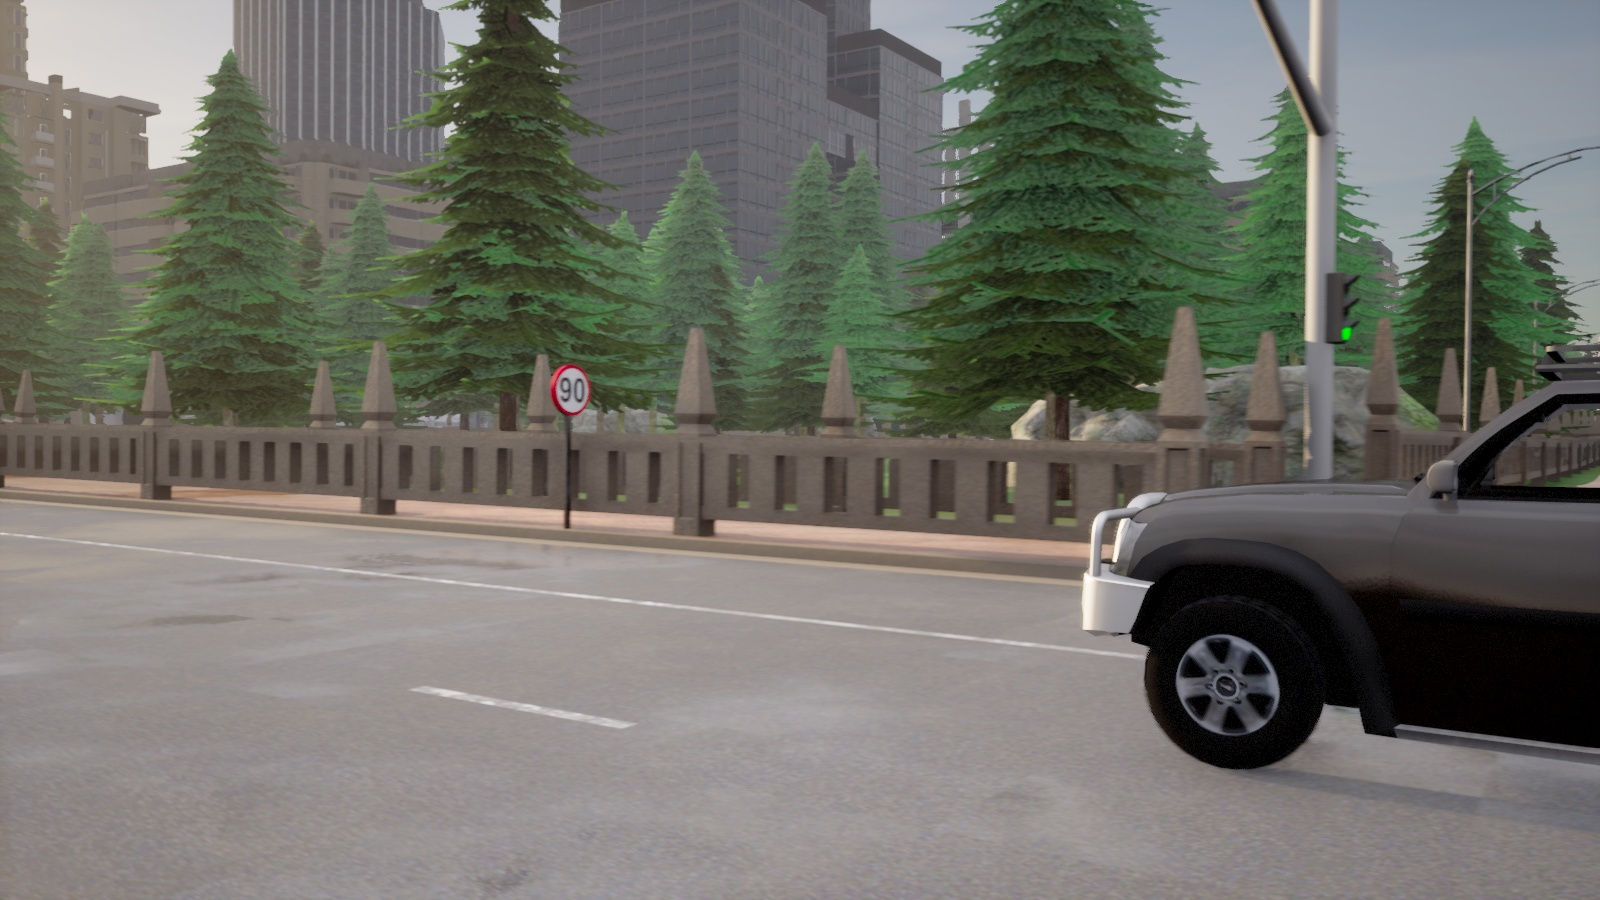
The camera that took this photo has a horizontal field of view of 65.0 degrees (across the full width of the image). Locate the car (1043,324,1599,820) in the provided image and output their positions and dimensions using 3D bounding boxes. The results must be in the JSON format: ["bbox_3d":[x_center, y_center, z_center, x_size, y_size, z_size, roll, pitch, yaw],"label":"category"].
[{"bbox_3d":[3.599,0.441,5.431,4.605,1.855,1.932,0,1,34],"label":"car"}]
